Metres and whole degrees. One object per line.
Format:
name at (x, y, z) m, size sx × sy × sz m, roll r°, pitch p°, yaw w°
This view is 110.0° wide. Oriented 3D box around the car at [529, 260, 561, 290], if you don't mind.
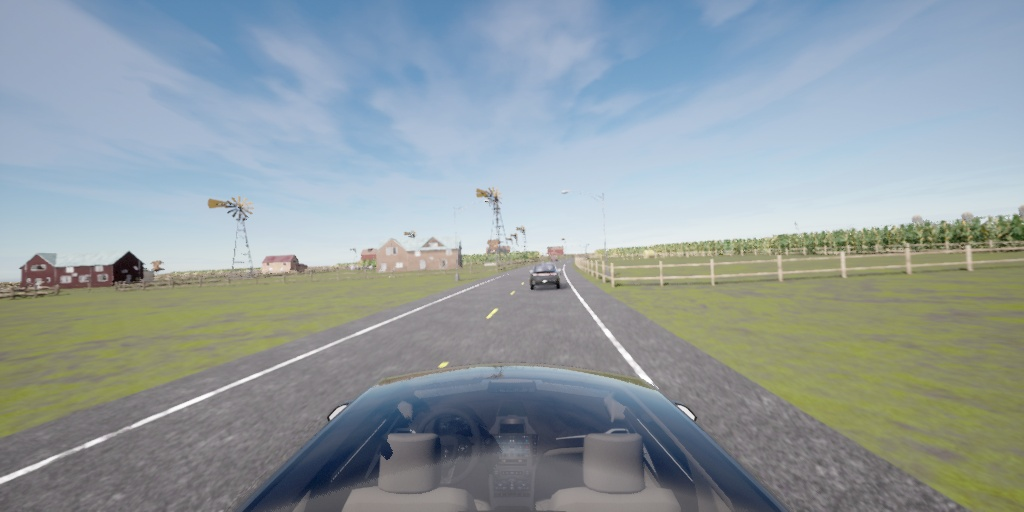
car at (2.159, 1.267, 23.199) m, size 2.128 × 1.511 × 4.902 m, roll -3°, pitch 0°, yaw 7°
